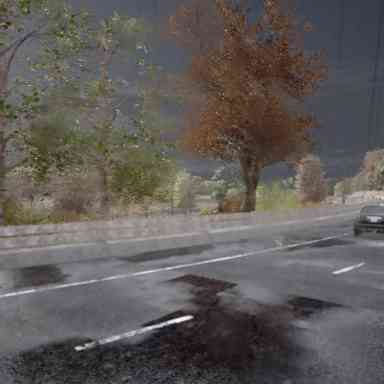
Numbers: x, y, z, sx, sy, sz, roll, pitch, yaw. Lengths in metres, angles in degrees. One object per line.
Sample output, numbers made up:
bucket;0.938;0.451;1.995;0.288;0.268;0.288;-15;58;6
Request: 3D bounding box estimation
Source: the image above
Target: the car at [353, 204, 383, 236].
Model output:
car;10.468;1.424;17.951;2.097;1.767;4.553;0;0;44
